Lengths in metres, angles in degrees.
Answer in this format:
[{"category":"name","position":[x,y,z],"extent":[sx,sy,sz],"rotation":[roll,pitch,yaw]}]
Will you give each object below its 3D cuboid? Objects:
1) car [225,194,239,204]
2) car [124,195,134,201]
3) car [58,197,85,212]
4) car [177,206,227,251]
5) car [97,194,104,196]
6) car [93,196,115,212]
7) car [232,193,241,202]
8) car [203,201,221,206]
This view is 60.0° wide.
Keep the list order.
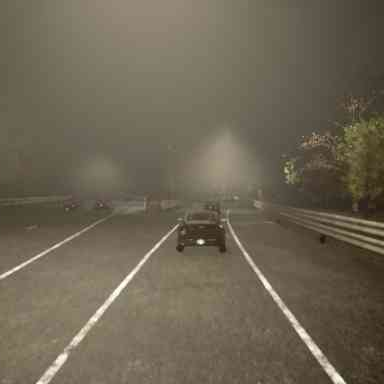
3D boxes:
[{"category":"car","position":[8.340,1.729,72.236],"extent":[1.882,1.535,5.008],"rotation":[0,0,14]},{"category":"car","position":[-14.963,1.375,79.013],"extent":[2.128,1.511,4.902],"rotation":[0,0,-7]},{"category":"car","position":[-13.533,1.511,37.597],"extent":[1.895,1.301,4.718],"rotation":[0,0,-7]},{"category":"car","position":[0.415,1.526,14.086],"extent":[1.837,1.490,4.892],"rotation":[0,-1,3]},{"category":"car","position":[-22.265,1.302,81.171],"extent":[1.882,1.535,5.008],"rotation":[0,0,-7]},{"category":"car","position":[-10.089,1.467,38.256],"extent":[2.033,1.411,5.357],"rotation":[0,0,-7]},{"category":"car","position":[10.871,1.372,82.290],"extent":[2.150,2.045,5.566],"rotation":[0,0,16]},{"category":"car","position":[2.202,1.669,36.839],"extent":[2.033,1.411,5.357],"rotation":[0,0,7]}]
